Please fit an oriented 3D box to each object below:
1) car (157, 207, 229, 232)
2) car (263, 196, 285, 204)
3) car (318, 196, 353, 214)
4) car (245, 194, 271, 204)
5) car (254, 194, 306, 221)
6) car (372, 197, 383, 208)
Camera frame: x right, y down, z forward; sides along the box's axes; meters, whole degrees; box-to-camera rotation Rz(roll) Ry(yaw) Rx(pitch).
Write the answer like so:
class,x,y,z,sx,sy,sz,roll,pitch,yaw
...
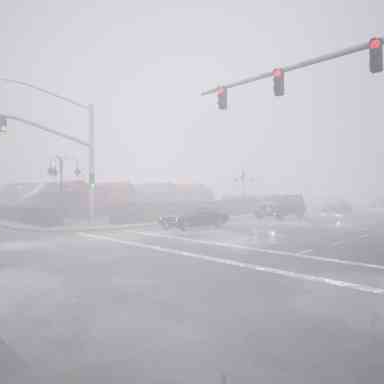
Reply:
class,x,y,z,sx,sy,sz,roll,pitch,yaw
car,0.150,1.629,20.779,4.718,1.301,1.895,0,0,-44
car,16.392,1.550,66.896,1.970,1.475,3.806,0,0,-44
car,15.945,1.520,36.154,4.674,1.442,1.812,0,0,-44
car,12.403,1.316,62.996,1.932,1.855,4.605,0,0,-44
car,7.510,1.234,27.955,5.566,2.045,2.150,0,0,-44
car,26.818,1.463,46.652,4.902,1.511,2.128,0,0,-44
